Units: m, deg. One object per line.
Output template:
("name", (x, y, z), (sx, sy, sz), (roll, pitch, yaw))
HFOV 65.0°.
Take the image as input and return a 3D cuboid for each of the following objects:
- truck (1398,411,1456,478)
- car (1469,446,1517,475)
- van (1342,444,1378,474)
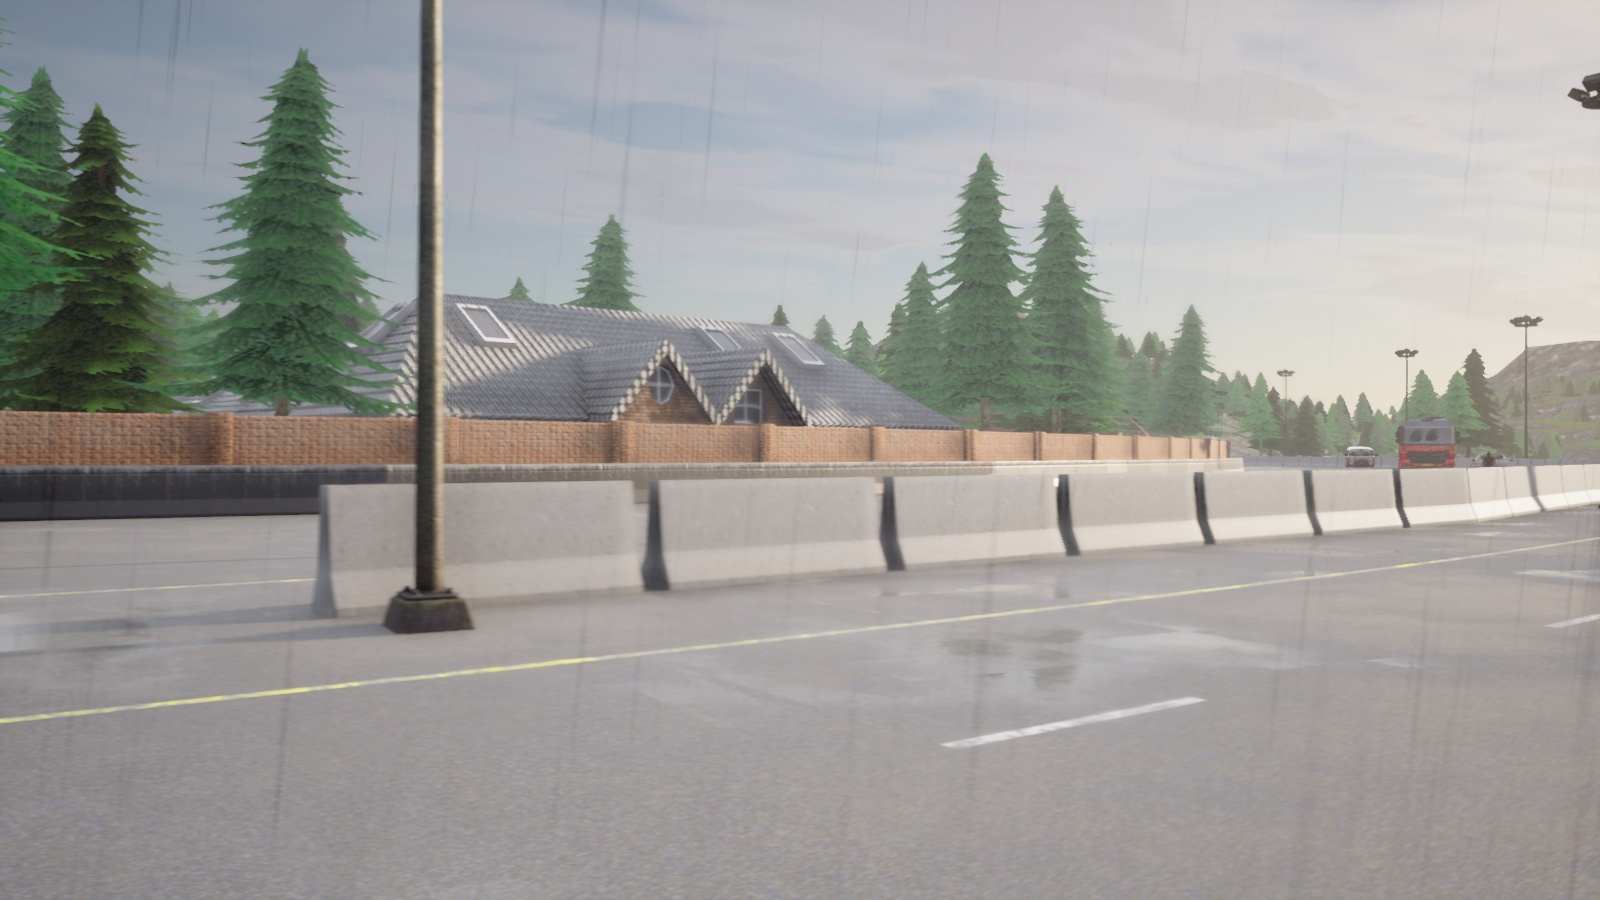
("truck", (37.772, -0.312, 75.861), (2.891, 3.827, 8.468), (0, 0, 25))
("car", (40.499, 0.620, 73.517), (2.152, 1.651, 5.027), (0, 0, 25))
("van", (38.420, 0.601, 86.248), (2.069, 2.038, 4.480), (0, 0, 22))
